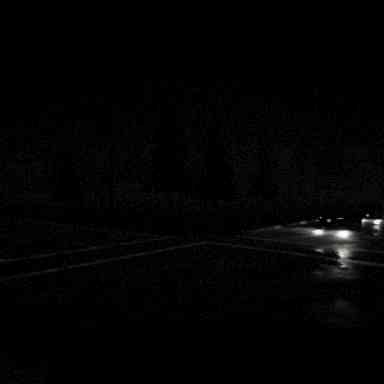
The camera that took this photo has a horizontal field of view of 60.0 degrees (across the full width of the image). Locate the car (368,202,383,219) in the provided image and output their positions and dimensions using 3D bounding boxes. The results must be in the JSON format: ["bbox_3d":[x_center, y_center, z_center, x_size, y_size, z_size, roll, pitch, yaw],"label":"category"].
[{"bbox_3d":[16.444,1.587,29.874,2.033,1.411,5.357,0,0,41],"label":"car"}]

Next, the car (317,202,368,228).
[{"bbox_3d":[10.085,1.542,22.496,1.837,1.490,4.892,0,0,41],"label":"car"}]
